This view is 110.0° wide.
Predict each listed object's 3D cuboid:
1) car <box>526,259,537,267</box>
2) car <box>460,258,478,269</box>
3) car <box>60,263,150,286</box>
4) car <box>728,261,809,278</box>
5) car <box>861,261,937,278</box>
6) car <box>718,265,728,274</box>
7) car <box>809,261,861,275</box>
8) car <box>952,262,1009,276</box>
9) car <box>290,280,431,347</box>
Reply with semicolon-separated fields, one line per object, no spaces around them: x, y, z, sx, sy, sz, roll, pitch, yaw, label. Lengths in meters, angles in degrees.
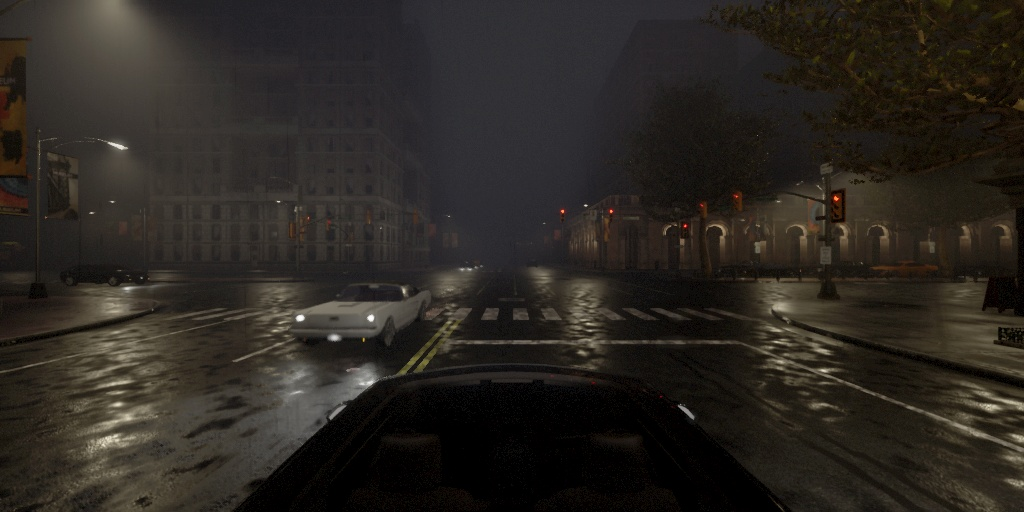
3.519;1.241;64.674;2.128;1.511;4.902;0;0;0;car
-7.149;1.313;58.076;1.994;1.385;4.181;0;0;0;car
-27.647;1.255;24.430;4.892;1.490;1.837;0;0;0;car
23.088;1.297;32.412;5.357;1.411;2.033;0;0;0;car
35.198;1.227;32.359;5.008;1.535;1.882;0;0;0;car
23.289;1.241;35.911;4.902;1.511;2.128;0;0;0;car
33.234;1.241;35.869;4.902;1.511;2.128;0;0;0;car
46.507;1.312;35.793;4.181;1.385;1.994;0;0;1;car
-3.594;1.351;9.470;1.895;1.301;4.718;0;0;0;car
